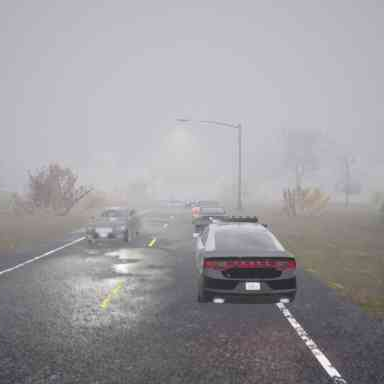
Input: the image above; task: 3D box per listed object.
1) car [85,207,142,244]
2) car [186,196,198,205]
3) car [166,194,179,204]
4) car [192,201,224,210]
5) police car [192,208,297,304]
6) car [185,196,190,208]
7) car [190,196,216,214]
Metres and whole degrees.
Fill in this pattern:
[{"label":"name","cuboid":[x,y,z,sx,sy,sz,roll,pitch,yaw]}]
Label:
[{"label":"car","cuboid":[-3.596,1.477,15.952,2.128,1.511,4.902,0,0,0]},{"label":"car","cuboid":[0.007,1.431,58.620,2.033,1.411,5.357,0,0,0]},{"label":"car","cuboid":[-3.538,1.227,61.017,2.097,1.767,4.553,0,0,0]},{"label":"car","cuboid":[1.054,1.488,18.225,1.837,1.490,4.892,0,0,0]},{"label":"police car","cuboid":[1.052,1.419,8.334,1.930,1.638,5.238,0,0,0]},{"label":"car","cuboid":[0.040,1.525,45.475,1.895,1.301,4.718,0,0,0]},{"label":"car","cuboid":[1.055,1.324,24.197,2.097,1.767,4.553,0,0,0]}]
